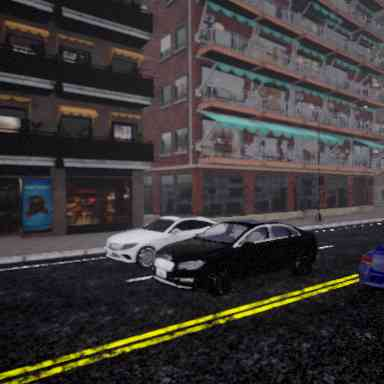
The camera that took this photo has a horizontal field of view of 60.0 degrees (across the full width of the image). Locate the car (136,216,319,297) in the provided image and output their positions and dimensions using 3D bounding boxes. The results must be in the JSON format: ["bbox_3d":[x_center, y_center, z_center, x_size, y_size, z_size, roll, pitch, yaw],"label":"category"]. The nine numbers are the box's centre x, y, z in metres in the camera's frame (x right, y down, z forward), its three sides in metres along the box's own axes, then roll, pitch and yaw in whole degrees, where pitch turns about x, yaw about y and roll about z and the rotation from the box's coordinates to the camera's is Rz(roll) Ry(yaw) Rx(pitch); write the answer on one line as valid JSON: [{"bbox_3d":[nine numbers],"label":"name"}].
[{"bbox_3d":[1.311,1.496,8.678,4.902,1.511,2.128,0,0,-36],"label":"car"}]

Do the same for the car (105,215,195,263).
[{"bbox_3d":[-0.571,1.532,11.328,4.674,1.442,1.812,0,0,-36],"label":"car"}]

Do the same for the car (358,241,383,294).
[{"bbox_3d":[5.550,1.528,7.506,4.674,1.442,1.812,0,0,-36],"label":"car"}]
